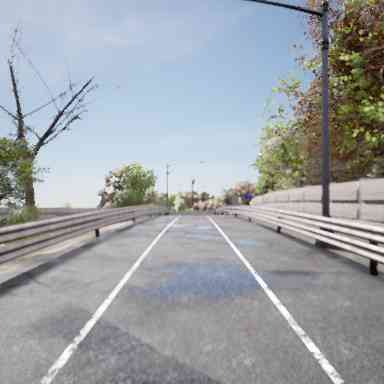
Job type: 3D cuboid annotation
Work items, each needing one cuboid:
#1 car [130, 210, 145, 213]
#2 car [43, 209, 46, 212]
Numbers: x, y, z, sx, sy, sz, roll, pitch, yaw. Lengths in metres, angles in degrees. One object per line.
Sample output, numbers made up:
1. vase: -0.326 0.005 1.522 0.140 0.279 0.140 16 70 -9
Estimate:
1. car: -11.750 4.227 71.742 2.128 1.511 4.902 -4 -6 44
2. car: -28.186 3.209 58.408 4.674 1.442 1.812 3 -5 -32
